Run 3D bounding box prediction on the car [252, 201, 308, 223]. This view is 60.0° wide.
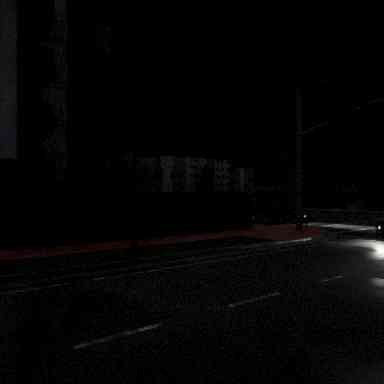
[{"bbox_3d":[6.727,1.491,26.027,2.128,1.511,4.902,0,0,-36],"label":"car"}]

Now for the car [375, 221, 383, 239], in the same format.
[{"bbox_3d":[11.090,1.547,16.220,5.357,1.411,2.033,0,0,-36],"label":"car"}]
